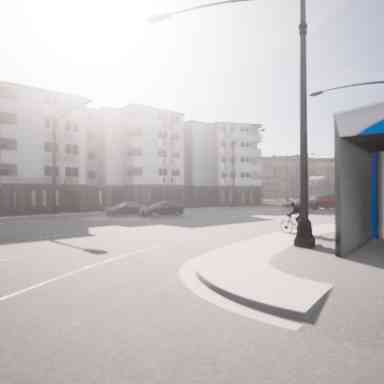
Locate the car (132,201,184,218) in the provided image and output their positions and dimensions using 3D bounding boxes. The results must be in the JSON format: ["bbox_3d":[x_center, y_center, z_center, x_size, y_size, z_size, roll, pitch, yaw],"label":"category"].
[{"bbox_3d":[-2.926,1.674,31.953,4.892,1.490,1.837,0,-1,-43],"label":"car"}]

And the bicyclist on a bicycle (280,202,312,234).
[{"bbox_3d":[5.252,1.344,16.840,1.656,1.620,0.582,-1,-1,38],"label":"bicyclist on a bicycle"}]

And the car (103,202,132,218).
[{"bbox_3d":[-6.586,1.726,33.237,4.674,1.442,1.812,0,-1,-45],"label":"car"}]

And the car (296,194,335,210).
[{"bbox_3d":[17.060,1.299,43.779,5.566,2.045,2.150,0,0,-17],"label":"car"}]

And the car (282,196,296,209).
[{"bbox_3d":[15.425,1.666,46.907,5.357,1.411,2.033,0,0,-18],"label":"car"}]
